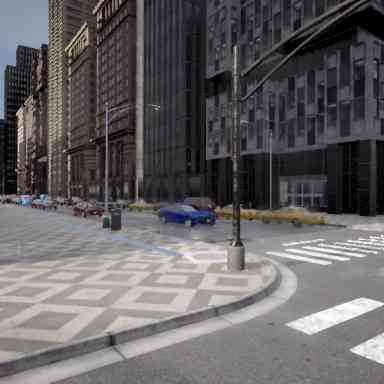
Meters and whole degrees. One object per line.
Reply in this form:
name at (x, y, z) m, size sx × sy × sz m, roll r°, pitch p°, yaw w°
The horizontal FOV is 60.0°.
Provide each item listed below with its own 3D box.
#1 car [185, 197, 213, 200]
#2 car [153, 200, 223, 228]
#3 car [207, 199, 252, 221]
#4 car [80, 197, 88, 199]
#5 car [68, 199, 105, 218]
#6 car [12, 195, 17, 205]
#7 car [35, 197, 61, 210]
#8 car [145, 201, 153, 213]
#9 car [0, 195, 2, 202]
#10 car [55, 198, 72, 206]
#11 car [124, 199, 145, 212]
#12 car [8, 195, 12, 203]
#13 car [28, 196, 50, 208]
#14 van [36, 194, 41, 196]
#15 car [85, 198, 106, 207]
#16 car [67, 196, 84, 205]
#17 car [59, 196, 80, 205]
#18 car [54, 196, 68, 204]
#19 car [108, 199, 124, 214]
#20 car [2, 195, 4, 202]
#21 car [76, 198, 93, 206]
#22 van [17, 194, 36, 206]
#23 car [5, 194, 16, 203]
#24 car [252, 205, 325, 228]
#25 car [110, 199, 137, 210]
car at (0.271, 1.398, 31.820) m, size 2.192 × 1.841 × 5.009 m, roll 0°, pitch 0°, yaw -35°
car at (-0.402, 1.520, 22.626) m, size 1.882 × 1.535 × 5.008 m, roll 0°, pitch 0°, yaw -35°
car at (3.410, 1.593, 27.386) m, size 1.752 × 1.417 × 4.829 m, roll 0°, pitch 0°, yaw -35°
car at (-17.517, 1.654, 52.343) m, size 1.837 × 1.490 × 4.892 m, roll 0°, pitch 0°, yaw -35°
car at (-9.913, 1.612, 31.451) m, size 1.887 × 1.381 × 4.507 m, roll 0°, pitch 0°, yaw -35°
car at (-32.473, 1.705, 63.318) m, size 1.752 × 1.417 × 4.829 m, roll 0°, pitch 0°, yaw -35°
car at (-19.624, 1.696, 45.168) m, size 1.802 × 1.307 × 4.206 m, roll 0°, pitch 0°, yaw -35°
car at (-2.965, 1.643, 36.391) m, size 1.887 × 1.381 × 4.507 m, roll 0°, pitch 0°, yaw -35°
car at (-45.519, 1.690, 81.746) m, size 1.967 × 1.590 × 4.097 m, roll 0°, pitch 0°, yaw -35°
car at (-23.536, 1.780, 60.842) m, size 1.895 × 1.301 × 4.718 m, roll 0°, pitch 0°, yaw -36°
car at (-6.301, 1.639, 41.102) m, size 1.752 × 1.417 × 4.829 m, roll 0°, pitch 0°, yaw -35°
car at (-35.808, 1.779, 68.029) m, size 1.802 × 1.307 × 4.206 m, roll 0°, pitch 0°, yaw -35°
car at (-22.860, 1.712, 49.740) m, size 1.802 × 1.307 × 4.206 m, roll 0°, pitch 0°, yaw -35°
van at (-38.570, 1.622, 86.683) m, size 1.690 × 1.788 × 3.998 m, roll 0°, pitch 0°, yaw -35°
car at (-15.912, 1.727, 54.679) m, size 1.947 × 1.339 × 4.313 m, roll 0°, pitch 0°, yaw -35°
car at (-22.386, 1.634, 63.823) m, size 1.967 × 1.590 × 4.097 m, roll 0°, pitch 0°, yaw -35°
car at (-18.118, 1.398, 47.827) m, size 1.994 × 1.385 × 4.181 m, roll 0°, pitch 0°, yaw -35°
car at (-28.859, 1.668, 72.967) m, size 1.967 × 1.590 × 4.097 m, roll 0°, pitch 0°, yaw -35°
car at (-9.270, 1.649, 35.176) m, size 1.994 × 1.385 × 4.181 m, roll 0°, pitch 0°, yaw -35°
car at (-42.282, 1.814, 77.174) m, size 1.802 × 1.307 × 4.206 m, roll 0°, pitch 0°, yaw -35°
car at (-19.149, 1.760, 59.251) m, size 1.802 × 1.307 × 4.206 m, roll 0°, pitch 0°, yaw -35°
van at (-29.335, 1.505, 58.885) m, size 1.690 × 1.788 × 3.998 m, roll 0°, pitch 0°, yaw -35°
car at (-39.046, 1.530, 72.602) m, size 2.192 × 1.841 × 5.009 m, roll 0°, pitch 0°, yaw -35°
car at (6.646, 1.578, 22.814) m, size 1.752 × 1.417 × 4.829 m, roll 0°, pitch 0°, yaw -35°
car at (-9.439, 1.680, 45.535) m, size 2.008 × 1.369 × 4.403 m, roll 0°, pitch 0°, yaw -35°
